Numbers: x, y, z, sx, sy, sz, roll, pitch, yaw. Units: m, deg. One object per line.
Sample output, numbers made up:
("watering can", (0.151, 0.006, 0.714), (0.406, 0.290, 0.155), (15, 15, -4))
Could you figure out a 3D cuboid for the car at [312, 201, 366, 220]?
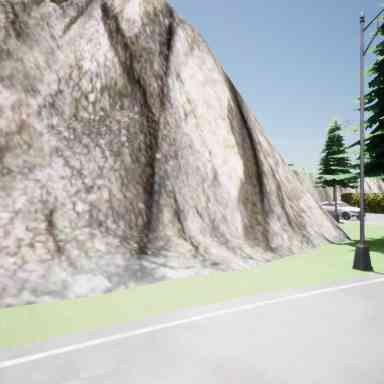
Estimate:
("car", (12.314, 1.526, 28.216), (1.812, 1.442, 4.674), (0, 0, -26))
